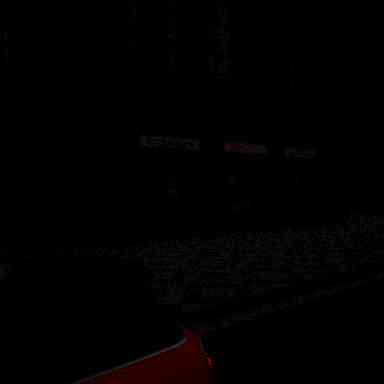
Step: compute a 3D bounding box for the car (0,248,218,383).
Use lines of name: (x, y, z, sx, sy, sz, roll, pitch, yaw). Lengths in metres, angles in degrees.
car: (-2.005, 1.353, 1.946, 4.553, 1.767, 2.097, 0, 0, -35)
